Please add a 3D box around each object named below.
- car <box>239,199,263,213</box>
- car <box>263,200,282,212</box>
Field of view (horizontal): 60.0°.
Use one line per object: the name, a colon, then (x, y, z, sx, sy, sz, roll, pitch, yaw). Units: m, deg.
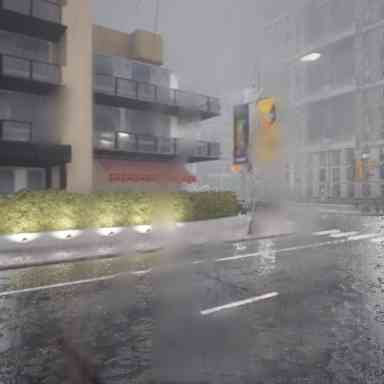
car: (5.129, 1.493, 36.202, 1.812, 1.442, 4.674, 0, 0, -35)
car: (7.977, 1.562, 38.235, 1.895, 1.301, 4.718, 0, 0, -35)
